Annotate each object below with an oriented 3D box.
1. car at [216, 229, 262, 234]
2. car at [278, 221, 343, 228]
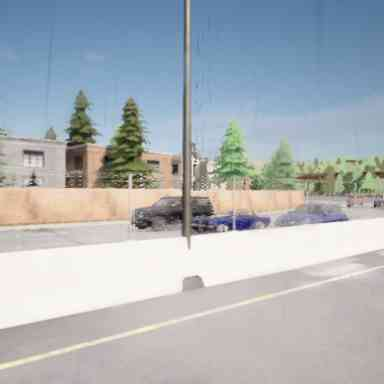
[{"bbox_3d":[2.218,1.643,18.643,4.718,1.301,1.895,0,0,-38],"label":"car"},{"bbox_3d":[6.322,1.403,17.490,4.553,1.767,2.097,0,0,-40],"label":"car"}]
